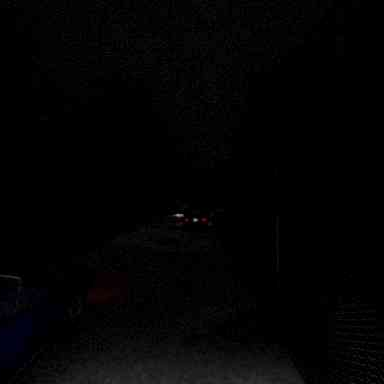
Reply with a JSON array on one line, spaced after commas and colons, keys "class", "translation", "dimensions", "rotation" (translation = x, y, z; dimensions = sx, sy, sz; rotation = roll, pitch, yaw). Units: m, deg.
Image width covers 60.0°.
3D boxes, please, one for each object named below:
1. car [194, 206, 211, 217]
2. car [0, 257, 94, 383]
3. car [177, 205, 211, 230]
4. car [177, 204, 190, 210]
[{"class": "car", "translation": [1.430, 2.404, 42.294], "dimensions": [1.895, 1.301, 4.718], "rotation": [0, -2, 6]}, {"class": "car", "translation": [-2.851, 1.649, 4.317], "dimensions": [1.895, 1.301, 4.718], "rotation": [0, -1, 0]}, {"class": "car", "translation": [0.293, 1.923, 24.205], "dimensions": [2.033, 1.411, 5.357], "rotation": [0, -1, 2]}, {"class": "car", "translation": [-0.934, 2.471, 47.709], "dimensions": [1.812, 1.442, 4.674], "rotation": [0, -2, 7]}]
